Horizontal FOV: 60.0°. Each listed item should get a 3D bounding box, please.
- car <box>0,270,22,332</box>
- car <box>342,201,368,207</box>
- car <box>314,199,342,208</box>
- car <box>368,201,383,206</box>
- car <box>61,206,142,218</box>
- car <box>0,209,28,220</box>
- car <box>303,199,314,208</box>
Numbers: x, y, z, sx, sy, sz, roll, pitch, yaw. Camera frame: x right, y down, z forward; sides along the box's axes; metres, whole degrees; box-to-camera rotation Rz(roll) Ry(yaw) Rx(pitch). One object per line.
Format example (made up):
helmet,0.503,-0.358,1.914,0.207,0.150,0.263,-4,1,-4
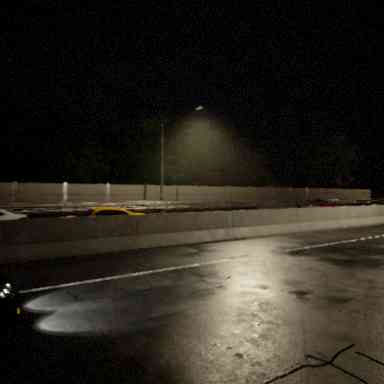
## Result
car,-4.781,1.575,4.726,4.181,1.385,1.994,0,0,-36
car,20.855,1.811,40.926,4.181,1.385,1.994,0,0,-36
car,18.525,1.854,43.554,4.718,1.301,1.895,0,0,-36
car,22.623,1.730,37.889,4.902,1.511,2.128,0,0,-36
car,-4.904,1.543,17.708,5.008,1.535,1.882,1,-1,-36
car,-11.150,1.577,17.513,4.674,1.442,1.812,1,0,-36
car,17.740,1.774,47.301,4.892,1.490,1.837,0,0,-36
